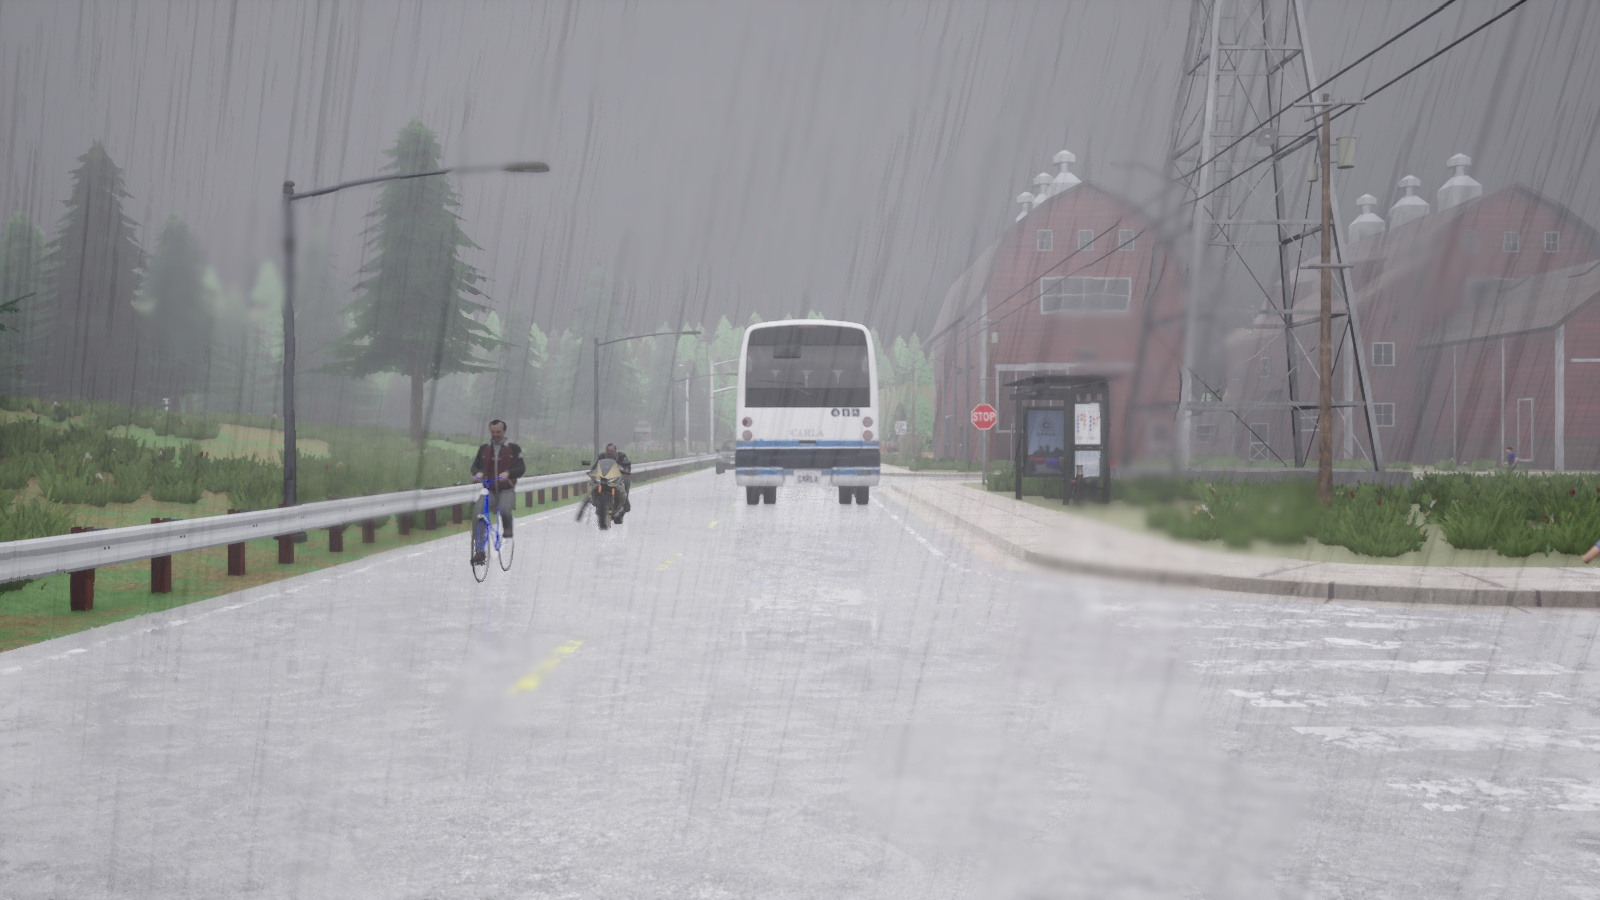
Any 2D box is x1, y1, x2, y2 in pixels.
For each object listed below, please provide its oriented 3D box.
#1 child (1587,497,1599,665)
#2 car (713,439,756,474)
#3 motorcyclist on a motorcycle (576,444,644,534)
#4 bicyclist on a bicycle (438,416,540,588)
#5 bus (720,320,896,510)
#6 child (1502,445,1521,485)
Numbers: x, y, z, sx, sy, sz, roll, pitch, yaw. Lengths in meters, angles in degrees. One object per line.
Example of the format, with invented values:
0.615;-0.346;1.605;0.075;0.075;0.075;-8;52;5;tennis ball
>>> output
5.439;0.870;8.250;0.255;1.110;0.394;0;0;-7;child
-3.148;0.296;61.224;1.851;1.617;3.988;0;0;0;car
-3.362;0.652;22.418;0.866;1.530;2.191;0;0;0;motorcyclist on a motorcycle
-3.408;0.536;13.920;0.659;1.776;1.843;0;0;0;bicyclist on a bicycle
0.200;-0.818;33.301;3.944;4.253;10.273;0;0;0;bus
22.647;0.474;39.979;0.437;1.263;0.270;0;0;4;child
